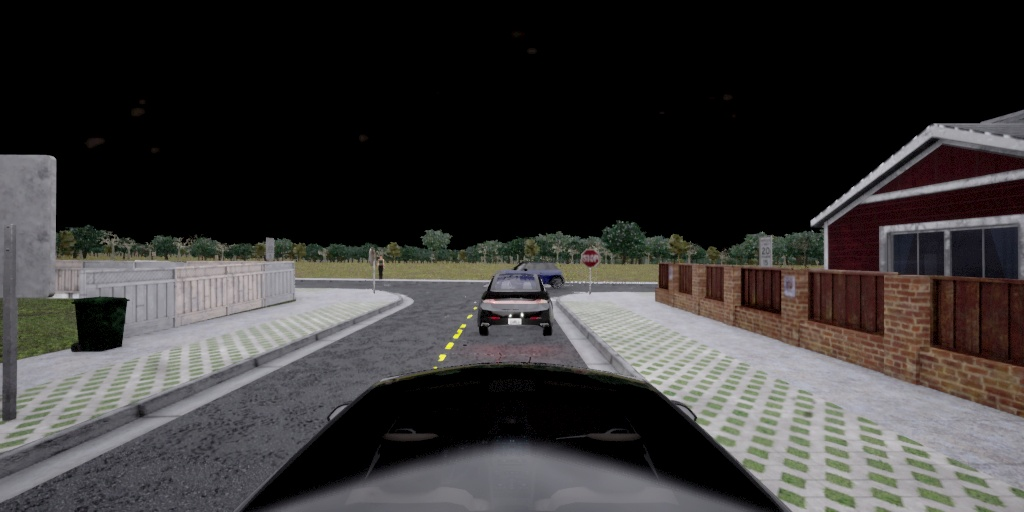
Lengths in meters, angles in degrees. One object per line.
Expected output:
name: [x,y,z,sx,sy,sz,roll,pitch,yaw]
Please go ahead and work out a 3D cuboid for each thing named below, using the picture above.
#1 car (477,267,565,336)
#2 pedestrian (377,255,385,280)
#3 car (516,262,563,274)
car: [0.135,1.243,10.390,2.128,1.511,4.902,0,0,2]
pedestrian: [-9.742,0.819,26.615,0.375,1.860,0.375,0,-1,0]
car: [0.942,1.137,22.607,4.553,1.767,2.097,1,0,-17]
